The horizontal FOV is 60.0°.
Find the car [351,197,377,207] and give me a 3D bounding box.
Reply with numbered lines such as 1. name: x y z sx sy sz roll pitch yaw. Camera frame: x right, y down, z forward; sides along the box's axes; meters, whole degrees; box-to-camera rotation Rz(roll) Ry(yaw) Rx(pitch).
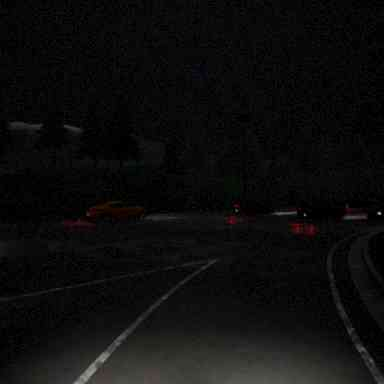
1. car: 24.398 1.593 47.873 4.718 1.301 1.895 0 0 -41

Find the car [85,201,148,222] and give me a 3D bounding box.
1. car: -5.800 1.473 26.103 5.008 1.535 1.882 0 0 -41

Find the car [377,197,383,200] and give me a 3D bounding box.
1. car: 33.864 1.537 60.878 5.357 1.411 2.033 0 0 -41

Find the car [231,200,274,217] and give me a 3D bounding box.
1. car: 5.844 1.485 31.640 4.902 1.511 2.128 0 0 -41

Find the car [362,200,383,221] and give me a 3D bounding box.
1. car: 15.391 1.559 25.969 4.181 1.385 1.994 0 0 -42

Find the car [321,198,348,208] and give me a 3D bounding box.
1. car: 21.391 1.592 49.889 4.718 1.301 1.895 0 0 -41

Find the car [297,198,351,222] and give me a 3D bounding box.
1. car: 10.154 1.487 26.111 4.902 1.511 2.128 0 0 -41
